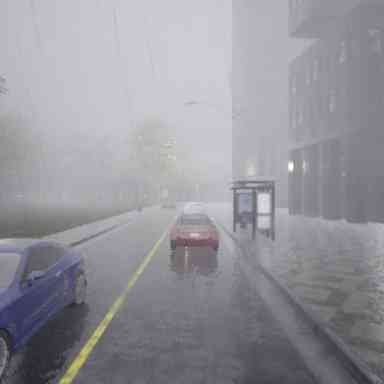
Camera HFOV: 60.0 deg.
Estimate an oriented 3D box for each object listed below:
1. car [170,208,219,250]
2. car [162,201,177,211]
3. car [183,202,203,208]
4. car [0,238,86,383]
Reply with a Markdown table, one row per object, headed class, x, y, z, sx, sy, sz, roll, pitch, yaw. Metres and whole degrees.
| class | x | y | z | sx | sy | sz | roll | pitch | yaw |
| --- | --- | --- | --- | --- | --- | --- | --- | --- | --- |
| car | 0.101 | 1.618 | 14.644 | 1.994 | 1.385 | 4.181 | 0 | 0 | 0 |
| car | -3.080 | 1.844 | 45.675 | 1.895 | 1.301 | 4.718 | 0 | 0 | 0 |
| car | 0.104 | 1.688 | 31.629 | 1.812 | 1.442 | 4.674 | 0 | 0 | 0 |
| car | -3.100 | 1.534 | 5.272 | 1.812 | 1.442 | 4.674 | 0 | 0 | 0 |
